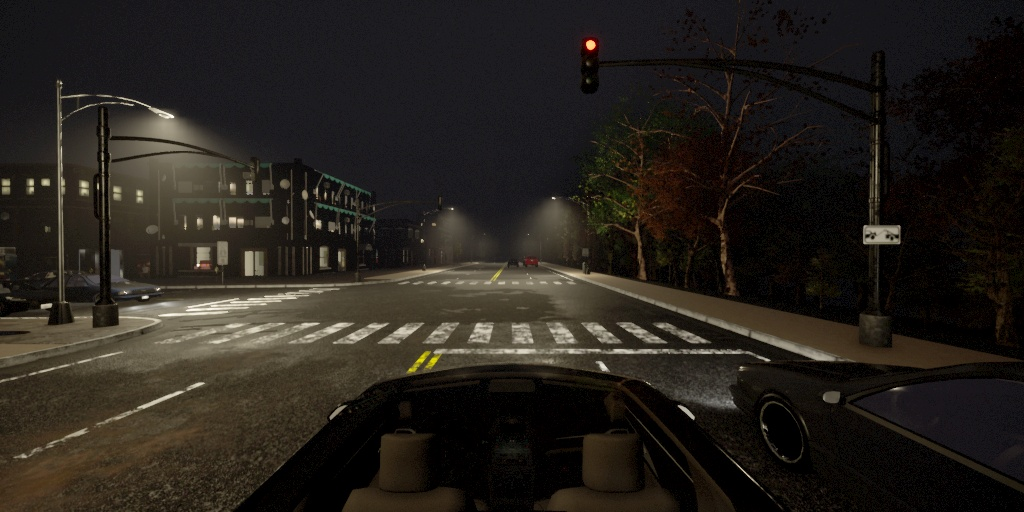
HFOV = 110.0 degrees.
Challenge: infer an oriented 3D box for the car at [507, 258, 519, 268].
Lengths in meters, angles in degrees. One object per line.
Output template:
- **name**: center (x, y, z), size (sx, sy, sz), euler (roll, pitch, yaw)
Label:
- **car**: center (0.191, 1.226, 62.509), size (1.837, 1.490, 4.892), euler (0, -2, 0)

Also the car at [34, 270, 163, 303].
- **car**: center (-19.282, 1.511, 16.413), size (5.357, 1.411, 2.033), euler (-1, 1, 3)

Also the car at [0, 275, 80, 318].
- **car**: center (-19.931, 1.564, 13.688), size (4.313, 1.339, 1.948), euler (0, 0, 0)

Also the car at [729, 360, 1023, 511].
- **car**: center (3.326, 1.297, 1.696), size (2.033, 1.411, 5.357), euler (0, 0, 3)

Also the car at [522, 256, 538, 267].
- **car**: center (3.440, 0.948, 63.902), size (2.150, 2.045, 5.566), euler (0, 0, 0)
